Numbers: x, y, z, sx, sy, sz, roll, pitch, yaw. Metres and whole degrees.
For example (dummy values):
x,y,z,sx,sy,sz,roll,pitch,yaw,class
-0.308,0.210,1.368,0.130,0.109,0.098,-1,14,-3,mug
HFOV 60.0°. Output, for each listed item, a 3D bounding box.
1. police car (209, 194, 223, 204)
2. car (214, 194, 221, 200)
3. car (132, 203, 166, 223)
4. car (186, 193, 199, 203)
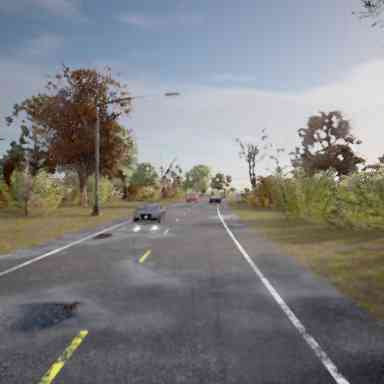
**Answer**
x,y,z,sx,sy,sz,roll,pitch,yaw,class
4.116,1.348,60.563,1.930,1.638,5.238,0,0,6,police car
7.281,1.361,94.277,1.812,1.442,4.674,0,0,9,car
-3.043,1.501,24.470,1.994,1.385,4.181,0,0,2,car
0.086,1.136,65.832,2.150,2.045,5.566,0,0,6,car
